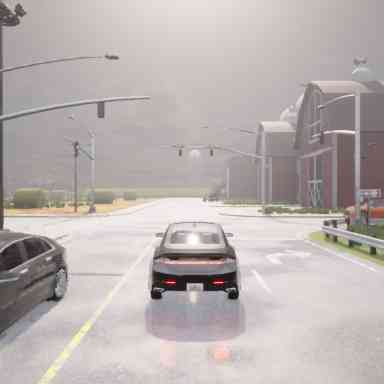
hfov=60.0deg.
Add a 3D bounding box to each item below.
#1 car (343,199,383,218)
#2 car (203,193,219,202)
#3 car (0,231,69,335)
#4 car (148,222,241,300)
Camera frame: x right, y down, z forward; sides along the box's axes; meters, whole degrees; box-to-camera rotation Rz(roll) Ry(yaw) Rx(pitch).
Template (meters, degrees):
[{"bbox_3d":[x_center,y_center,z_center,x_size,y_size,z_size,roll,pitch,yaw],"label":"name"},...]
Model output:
[{"bbox_3d":[14.545,1.379,26.485,4.553,1.767,2.097,0,0,1],"label":"car"},{"bbox_3d":[4.138,1.144,72.662,1.905,1.878,3.866,-8,3,-42],"label":"car"},{"bbox_3d":[-3.611,1.505,5.481,1.837,1.490,4.892,0,0,0],"label":"car"},{"bbox_3d":[0.064,1.492,8.395,2.128,1.511,4.902,0,0,0],"label":"car"}]
